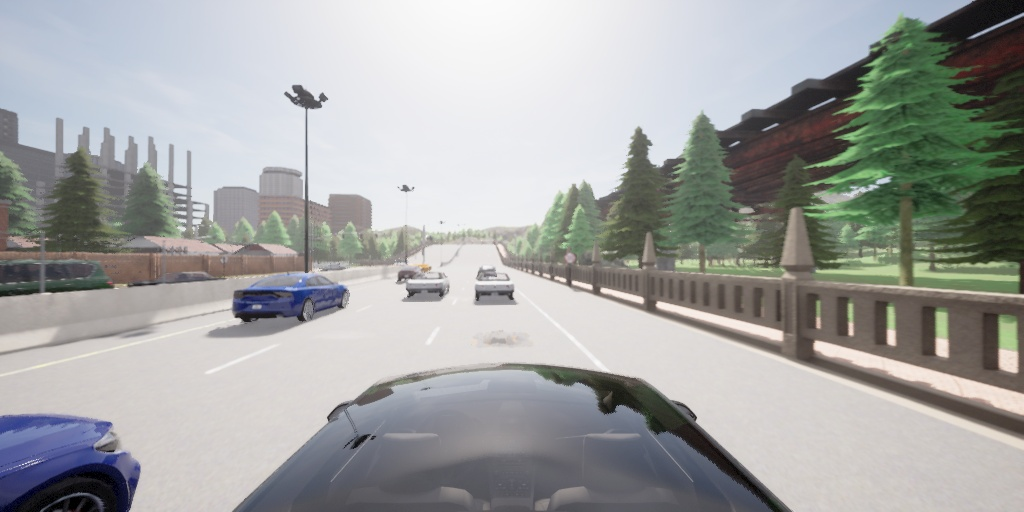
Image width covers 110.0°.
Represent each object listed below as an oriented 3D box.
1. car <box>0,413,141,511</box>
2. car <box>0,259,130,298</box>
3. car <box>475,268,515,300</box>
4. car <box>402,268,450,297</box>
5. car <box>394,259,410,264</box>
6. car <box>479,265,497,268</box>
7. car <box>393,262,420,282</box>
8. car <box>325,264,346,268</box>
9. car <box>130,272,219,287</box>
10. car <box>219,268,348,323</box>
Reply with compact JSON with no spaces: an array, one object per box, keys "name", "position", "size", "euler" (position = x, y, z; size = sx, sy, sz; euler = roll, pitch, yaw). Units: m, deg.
[{"name":"car","position":[-3.523,1.281,0.513],"size":[1.812,1.442,4.674],"euler":[0,-1,0]},{"name":"car","position":[-14.494,1.101,9.858],"size":[2.150,2.045,5.566],"euler":[0,-1,-4]},{"name":"car","position":[-0.981,1.495,18.892],"size":[1.895,1.301,4.718],"euler":[0,0,-5]},{"name":"car","position":[-4.611,1.523,20.316],"size":[1.895,1.301,4.718],"euler":[0,0,-5]},{"name":"car","position":[-18.607,1.556,60.725],"size":[2.150,2.045,5.566],"euler":[0,0,-5]},{"name":"car","position":[-2.605,1.625,38.439],"size":[1.994,1.385,4.181],"euler":[0,0,-5]},{"name":"car","position":[-9.158,1.569,32.767],"size":[1.812,1.442,4.674],"euler":[0,-1,-5]},{"name":"car","position":[-24.731,1.778,50.103],"size":[1.812,1.442,4.674],"euler":[0,0,-4]},{"name":"car","position":[-18.869,1.585,20.435],"size":[1.895,1.301,4.718],"euler":[0,0,-5]},{"name":"car","position":[-7.534,1.351,12.793],"size":[1.882,1.535,5.008],"euler":[0,-1,-4]}]
